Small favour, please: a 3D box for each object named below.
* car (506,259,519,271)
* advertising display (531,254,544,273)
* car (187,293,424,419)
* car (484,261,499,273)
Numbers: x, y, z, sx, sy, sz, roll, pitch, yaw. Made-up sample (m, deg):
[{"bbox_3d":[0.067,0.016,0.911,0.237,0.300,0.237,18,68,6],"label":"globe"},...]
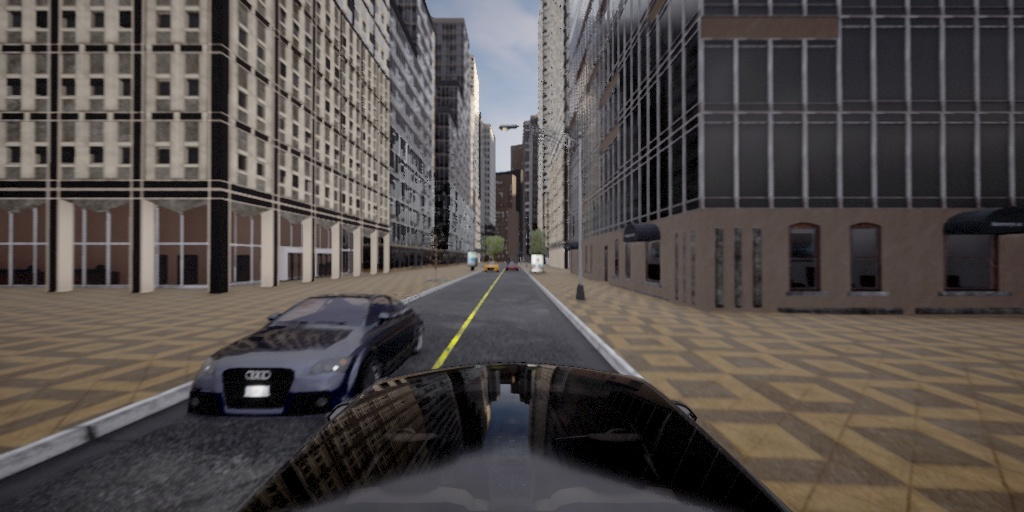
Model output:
[{"bbox_3d":[0.041,1.620,55.893,1.994,1.385,4.181,0,0,1],"label":"car"},{"bbox_3d":[3.013,0.989,42.793,1.540,2.440,0.280,0,0,0],"label":"advertising display"},{"bbox_3d":[-2.849,1.334,6.003,1.994,1.385,4.181,0,0,0],"label":"car"},{"bbox_3d":[-2.814,1.490,49.796,1.882,1.535,5.008,0,-1,0],"label":"car"}]
